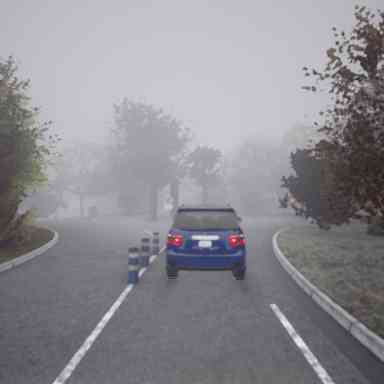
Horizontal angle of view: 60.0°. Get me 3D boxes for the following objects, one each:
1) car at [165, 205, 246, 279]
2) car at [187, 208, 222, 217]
[{"bbox_3d":[0.468,1.415,10.803,2.150,2.045,5.566,0,-1,3],"label":"car"},{"bbox_3d":[2.017,3.356,54.944,5.357,1.411,2.033,-1,-2,26],"label":"car"}]
